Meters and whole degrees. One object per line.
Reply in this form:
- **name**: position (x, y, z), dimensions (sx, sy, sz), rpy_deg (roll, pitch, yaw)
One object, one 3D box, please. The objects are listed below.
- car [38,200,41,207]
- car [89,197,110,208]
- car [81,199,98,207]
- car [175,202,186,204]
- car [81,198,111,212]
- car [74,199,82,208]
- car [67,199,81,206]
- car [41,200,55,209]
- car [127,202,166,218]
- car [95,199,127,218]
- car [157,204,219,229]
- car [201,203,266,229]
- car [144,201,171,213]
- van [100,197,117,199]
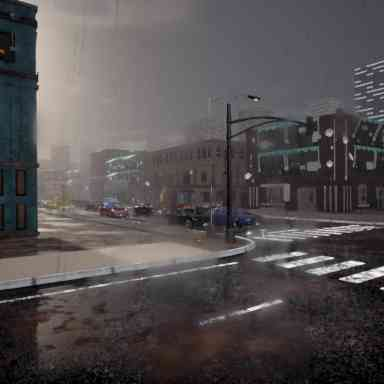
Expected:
- **car**: position (-30.738, 2.376, 66.778), dimensions (2.008, 1.369, 4.403), rpy_deg (-1, 0, -35)
- **car**: position (-17.503, 1.940, 62.603), dimensions (2.192, 1.841, 5.009), rpy_deg (-1, 0, -35)
- **car**: position (-20.702, 2.227, 67.117), dimensions (1.887, 1.381, 4.507), rpy_deg (-1, 0, -35)
- **car**: position (-1.476, 1.904, 40.037), dimensions (1.802, 1.307, 4.206), rpy_deg (-2, 0, -35)
- **car**: position (-13.494, 2.013, 47.039), dimensions (2.128, 1.511, 4.902), rpy_deg (-1, 0, -35)
- **car**: position (-20.440, 2.191, 62.288), dimensions (1.812, 1.442, 4.674), rpy_deg (-1, 0, -35)
- **car**: position (-27.110, 2.364, 76.144), dimensions (1.947, 1.339, 4.313), rpy_deg (-1, 0, -35)
- **car**: position (-24.231, 2.232, 57.612), dimensions (1.752, 1.417, 4.829), rpy_deg (-1, 0, -35)
- **car**: position (-4.362, 1.836, 34.113), dimensions (2.128, 1.511, 4.902), rpy_deg (-1, 0, -35)
- **car**: position (-8.311, 1.846, 35.184), dimensions (1.967, 1.590, 4.097), rpy_deg (-1, 0, -35)
- **car**: position (-0.374, 1.814, 23.799), dimensions (1.947, 1.339, 4.313), rpy_deg (-1, 0, -35)
- **car**: position (2.794, 1.750, 23.995), dimensions (2.033, 1.411, 5.357), rpy_deg (-1, 0, -34)
- **car**: position (-4.679, 1.966, 44.550), dimensions (1.802, 1.307, 4.206), rpy_deg (-2, 0, -35)
- **van**: position (-14.298, 1.907, 58.090), dimensions (1.690, 1.788, 3.998), rpy_deg (-1, 0, -35)
